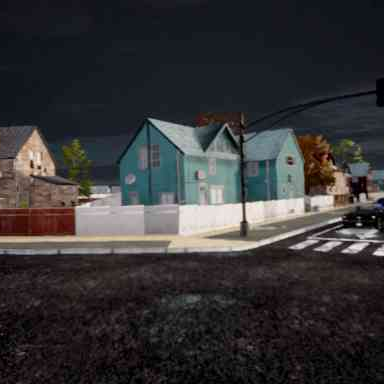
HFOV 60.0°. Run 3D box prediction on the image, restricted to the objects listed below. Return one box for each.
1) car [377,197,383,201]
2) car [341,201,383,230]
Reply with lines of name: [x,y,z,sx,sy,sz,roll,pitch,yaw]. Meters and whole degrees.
car: [15.855,1.154,26.862,1.882,1.535,5.008,-2,-1,37]
car: [10.287,1.406,19.599,1.895,1.301,4.718,-2,-1,38]
